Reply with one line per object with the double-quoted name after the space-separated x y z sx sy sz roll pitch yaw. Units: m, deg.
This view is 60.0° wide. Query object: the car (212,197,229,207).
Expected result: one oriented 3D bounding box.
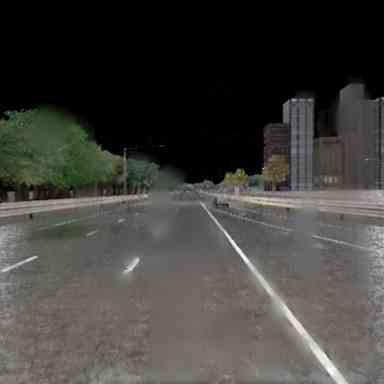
3.961 1.380 46.895 2.033 1.411 5.357 0 0 -3 "car"
